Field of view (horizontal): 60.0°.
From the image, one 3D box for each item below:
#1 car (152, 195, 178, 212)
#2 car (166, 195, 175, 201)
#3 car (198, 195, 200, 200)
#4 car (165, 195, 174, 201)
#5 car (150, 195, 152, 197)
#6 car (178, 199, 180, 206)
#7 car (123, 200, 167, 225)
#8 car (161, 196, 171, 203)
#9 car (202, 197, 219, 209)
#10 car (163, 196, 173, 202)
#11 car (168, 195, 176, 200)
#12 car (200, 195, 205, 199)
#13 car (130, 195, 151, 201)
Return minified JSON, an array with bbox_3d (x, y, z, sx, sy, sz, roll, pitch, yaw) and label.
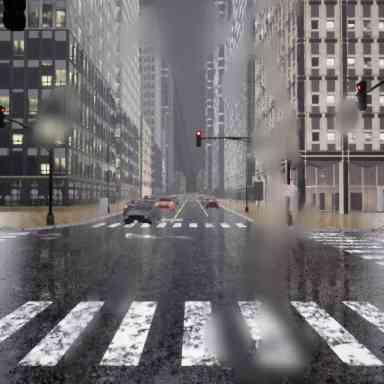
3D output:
[{"bbox_3d":[-3.105,1.366,38.832,2.097,1.767,4.553,0,0,0],"label":"car"},{"bbox_3d":[-5.693,1.587,89.544,2.008,1.369,4.403,1,0,0],"label":"car"},{"bbox_3d":[2.692,1.590,61.739,1.947,1.339,4.313,1,0,0],"label":"car"},{"bbox_3d":[-5.692,1.578,83.968,1.887,1.381,4.507,1,0,0],"label":"car"},{"bbox_3d":[-5.680,1.332,44.943,2.192,1.841,5.009,1,0,0],"label":"car"},{"bbox_3d":[-3.082,1.527,55.523,1.837,1.490,4.892,0,0,0],"label":"car"},{"bbox_3d":[-3.445,1.556,24.346,2.033,1.411,5.357,0,0,5],"label":"car"},{"bbox_3d":[-5.690,1.573,72.818,1.887,1.381,4.507,1,0,0],"label":"car"},{"bbox_3d":[2.695,1.599,45.006,1.802,1.307,4.206,1,0,0],"label":"car"},{"bbox_3d":[-5.691,1.582,78.393,2.008,1.369,4.403,1,0,0],"label":"car"},{"bbox_3d":[-5.695,1.605,95.119,1.947,1.339,4.313,1,0,0],"label":"car"},{"bbox_3d":[2.694,1.547,56.332,1.752,1.417,4.829,1,0,0],"label":"car"},{"bbox_3d":[-5.680,1.453,33.792,1.967,1.590,4.097,1,0,0],"label":"car"}]
